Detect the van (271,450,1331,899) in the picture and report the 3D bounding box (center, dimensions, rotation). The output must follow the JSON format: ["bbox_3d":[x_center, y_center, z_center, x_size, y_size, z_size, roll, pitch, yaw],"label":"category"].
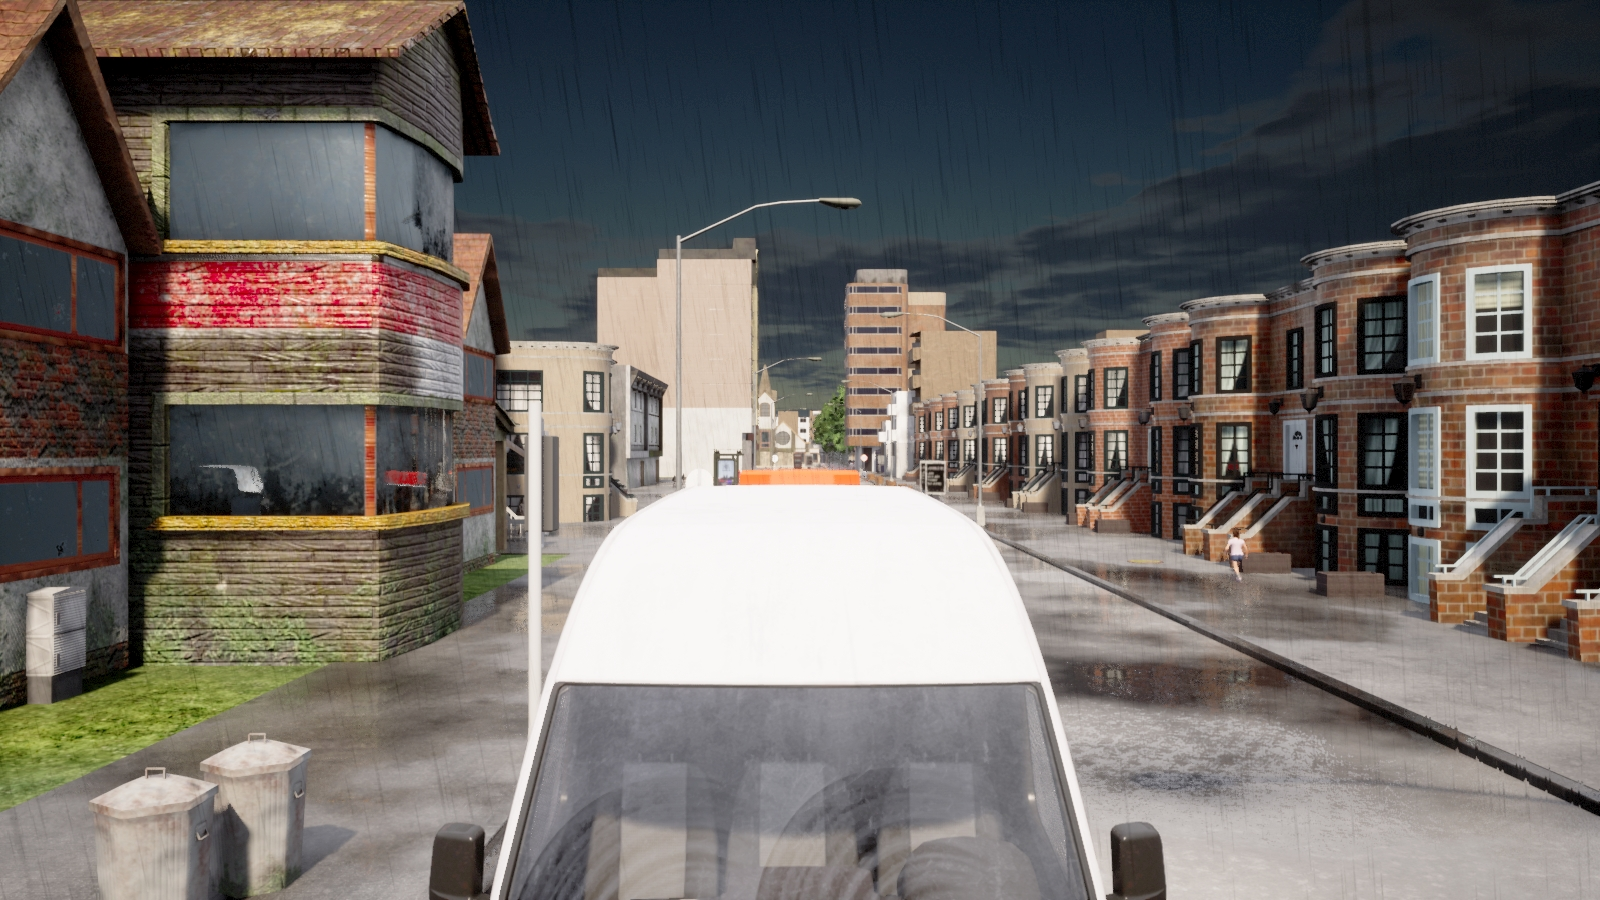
[{"bbox_3d":[-0.003,1.312,5.114,1.988,2.561,5.915,0,1,0],"label":"van"}]

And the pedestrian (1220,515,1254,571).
[{"bbox_3d":[9.003,1.904,23.534,0.500,1.100,0.500,0,0,-4],"label":"pedestrian"}]
